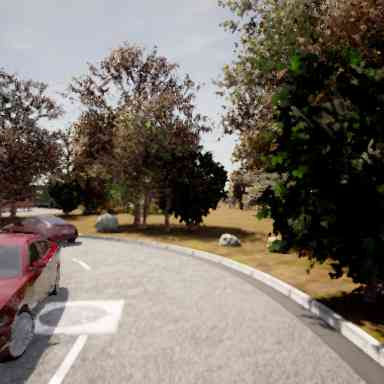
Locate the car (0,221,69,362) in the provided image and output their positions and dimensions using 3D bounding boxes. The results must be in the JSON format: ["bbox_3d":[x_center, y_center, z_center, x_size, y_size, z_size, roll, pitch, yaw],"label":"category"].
[{"bbox_3d":[-3.623,1.551,6.000,1.882,1.535,5.008,1,-1,-13],"label":"car"}]

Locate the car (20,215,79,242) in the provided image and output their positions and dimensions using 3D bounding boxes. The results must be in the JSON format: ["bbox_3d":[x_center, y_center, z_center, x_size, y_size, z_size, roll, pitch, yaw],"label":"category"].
[{"bbox_3d":[-7.815,1.886,17.026,4.181,1.385,1.994,-1,-2,30],"label":"car"}]
